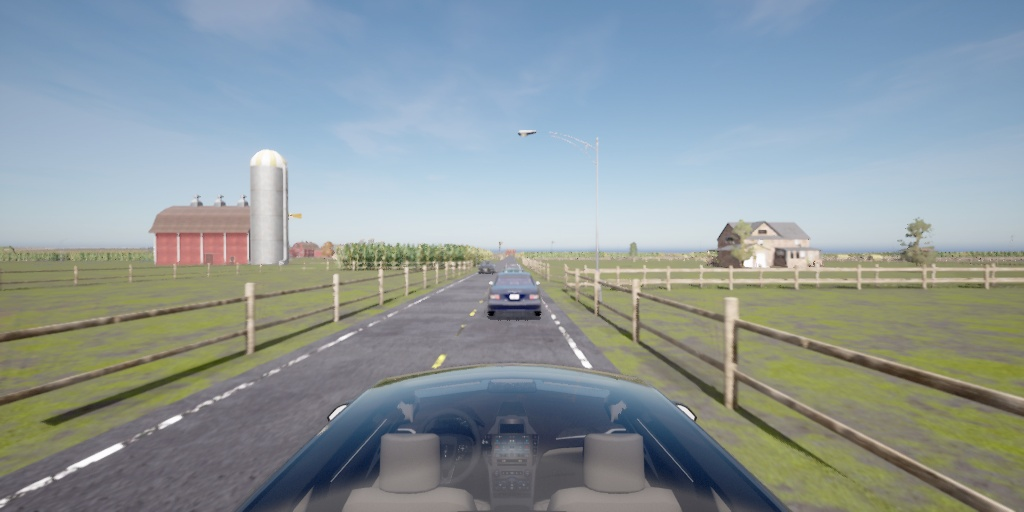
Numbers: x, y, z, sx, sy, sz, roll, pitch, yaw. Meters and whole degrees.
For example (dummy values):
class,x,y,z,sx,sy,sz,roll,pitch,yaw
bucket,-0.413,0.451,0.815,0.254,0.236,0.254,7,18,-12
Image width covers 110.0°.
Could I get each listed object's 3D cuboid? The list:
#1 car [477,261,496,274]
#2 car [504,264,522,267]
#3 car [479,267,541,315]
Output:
class,x,y,z,sx,sy,sz,roll,pitch,yaw
car,-2.850,1.292,41.325,1.837,1.490,4.892,0,0,0
car,0.088,1.382,31.914,1.895,1.301,4.718,0,0,0
car,0.085,1.312,13.626,2.033,1.411,5.357,0,0,0
